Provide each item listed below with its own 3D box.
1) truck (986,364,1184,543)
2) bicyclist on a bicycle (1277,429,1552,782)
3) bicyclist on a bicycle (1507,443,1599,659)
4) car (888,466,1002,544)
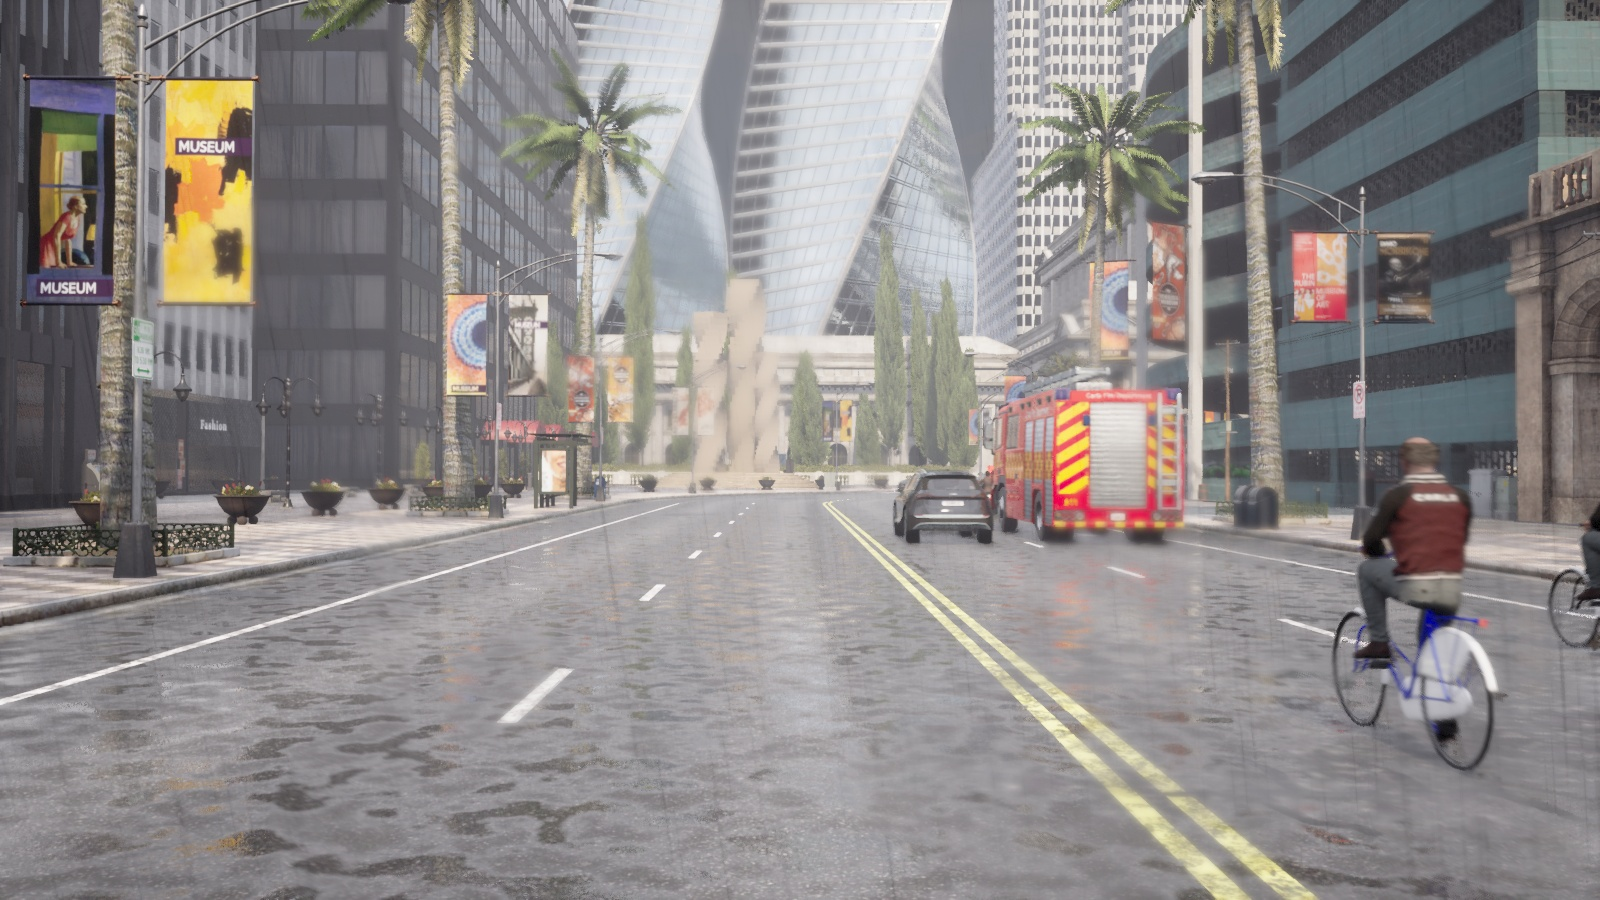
[{"bbox_3d":[6.747,0.145,31.187,2.891,3.827,8.468,0,-1,0],"label":"truck"},{"bbox_3d":[3.450,0.793,7.262,0.659,1.776,1.843,0,-1,0],"label":"bicyclist on a bicycle"},{"bbox_3d":[6.922,0.838,10.753,0.659,1.776,1.843,0,-1,0],"label":"bicyclist on a bicycle"},{"bbox_3d":[3.267,1.222,29.270,2.033,1.649,4.856,0,-1,0],"label":"car"}]
